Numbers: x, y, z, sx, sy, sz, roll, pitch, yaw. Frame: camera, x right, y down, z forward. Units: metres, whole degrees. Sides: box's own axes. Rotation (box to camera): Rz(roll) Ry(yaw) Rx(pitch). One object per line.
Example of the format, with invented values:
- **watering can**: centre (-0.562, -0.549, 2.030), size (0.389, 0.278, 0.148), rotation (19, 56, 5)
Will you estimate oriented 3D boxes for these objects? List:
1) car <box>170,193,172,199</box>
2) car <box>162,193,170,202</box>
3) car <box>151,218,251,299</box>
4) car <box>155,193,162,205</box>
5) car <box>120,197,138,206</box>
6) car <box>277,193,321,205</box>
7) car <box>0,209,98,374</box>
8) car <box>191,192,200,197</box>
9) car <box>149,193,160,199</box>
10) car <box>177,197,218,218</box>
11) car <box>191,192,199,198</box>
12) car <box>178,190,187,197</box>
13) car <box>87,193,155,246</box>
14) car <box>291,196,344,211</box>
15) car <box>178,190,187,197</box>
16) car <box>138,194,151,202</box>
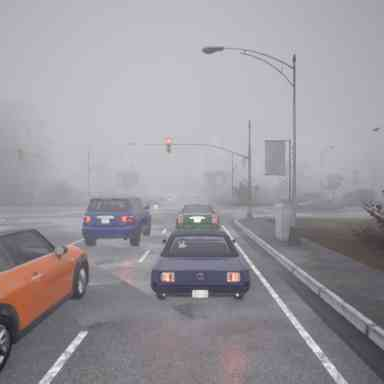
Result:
- **car**: centre (-5.956, 1.042, 83.309), size (2.128, 1.511, 4.902), rotation (0, 1, 1)
- **car**: centre (-6.148, 1.225, 68.348), size (1.882, 1.535, 5.008), rotation (0, 2, 1)
- **car**: centre (0.175, 1.591, 8.367), size (1.895, 1.301, 4.718), rotation (0, 0, 0)
- **car**: centre (-6.424, 1.351, 54.141), size (1.812, 1.442, 4.674), rotation (0, 1, 1)
- **car**: centre (-9.939, 1.429, 53.061), size (1.895, 1.301, 4.718), rotation (0, 0, 1)
- **car**: centre (13.411, 1.094, 41.209), size (5.566, 2.045, 2.150), rotation (0, 0, -2)
- **car**: centre (-3.342, 1.347, 5.586), size (2.097, 1.767, 4.553), rotation (0, 0, 0)
- **car**: centre (1.054, 1.032, 84.170), size (2.128, 1.511, 4.902), rotation (0, 1, 0)
- **car**: centre (-9.448, 1.047, 84.063), size (2.033, 1.411, 5.357), rotation (0, 1, 1)
- **car**: centre (0.278, 1.314, 17.357), size (2.097, 1.767, 4.553), rotation (0, 0, 1)
- **car**: centre (0.802, 0.819, 94.594), size (1.994, 1.385, 4.181), rotation (0, 1, -4)
- **car**: centre (-2.697, 0.404, 94.420), size (2.150, 2.045, 5.566), rotation (0, 1, -7)
- **car**: centre (-3.250, 1.191, 15.285), size (2.150, 2.045, 5.566), rotation (0, 0, 1)
- **car**: centre (14.313, 1.432, 37.747), size (5.357, 1.411, 2.033), rotation (0, 0, -3)
- **car**: centre (-2.447, 1.023, 84.281), size (2.128, 1.511, 4.902), rotation (0, 1, 0)
- **car**: centre (-9.646, 1.223, 68.488), size (1.882, 1.535, 5.008), rotation (0, 1, 1)
